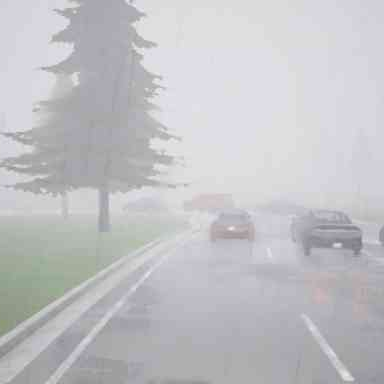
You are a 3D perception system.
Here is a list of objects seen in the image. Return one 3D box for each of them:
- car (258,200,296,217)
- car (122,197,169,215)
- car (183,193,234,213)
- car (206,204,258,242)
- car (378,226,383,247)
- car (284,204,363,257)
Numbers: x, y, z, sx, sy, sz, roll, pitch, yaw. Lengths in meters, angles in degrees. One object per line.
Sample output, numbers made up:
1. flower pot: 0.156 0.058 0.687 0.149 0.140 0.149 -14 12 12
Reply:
1. car: 7.920 1.445 29.982 2.033 1.411 5.357 0 0 -26
2. car: -4.606 1.241 32.488 4.553 1.767 2.097 0 0 29
3. car: 1.588 1.109 32.781 5.566 2.045 2.150 0 0 45
4. car: 2.026 1.509 16.052 1.994 1.385 4.181 0 0 10
5. car: 8.381 1.524 11.918 1.994 1.385 4.181 0 0 10
6. car: 5.009 1.448 12.876 2.128 1.511 4.902 0 0 10
